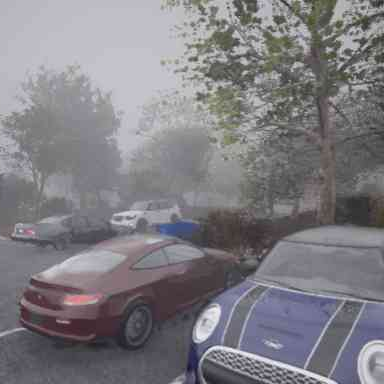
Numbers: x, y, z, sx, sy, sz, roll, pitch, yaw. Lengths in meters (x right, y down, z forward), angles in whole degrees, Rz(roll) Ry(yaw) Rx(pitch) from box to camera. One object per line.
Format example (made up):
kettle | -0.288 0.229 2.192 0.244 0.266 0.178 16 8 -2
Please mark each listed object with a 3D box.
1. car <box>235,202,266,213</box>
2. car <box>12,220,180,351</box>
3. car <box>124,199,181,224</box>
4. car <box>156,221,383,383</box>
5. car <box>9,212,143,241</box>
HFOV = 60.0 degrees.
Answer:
car | 6.315 1.640 35.804 1.837 1.490 4.892 -3 -1 35
car | -0.744 1.522 6.299 2.002 1.452 4.674 0 0 35
car | -3.019 1.581 22.783 2.150 2.045 5.566 -3 -1 35
car | 1.878 1.354 4.516 2.185 1.767 4.553 0 0 35
car | -4.935 1.689 14.607 2.033 1.411 5.357 -1 -4 38
